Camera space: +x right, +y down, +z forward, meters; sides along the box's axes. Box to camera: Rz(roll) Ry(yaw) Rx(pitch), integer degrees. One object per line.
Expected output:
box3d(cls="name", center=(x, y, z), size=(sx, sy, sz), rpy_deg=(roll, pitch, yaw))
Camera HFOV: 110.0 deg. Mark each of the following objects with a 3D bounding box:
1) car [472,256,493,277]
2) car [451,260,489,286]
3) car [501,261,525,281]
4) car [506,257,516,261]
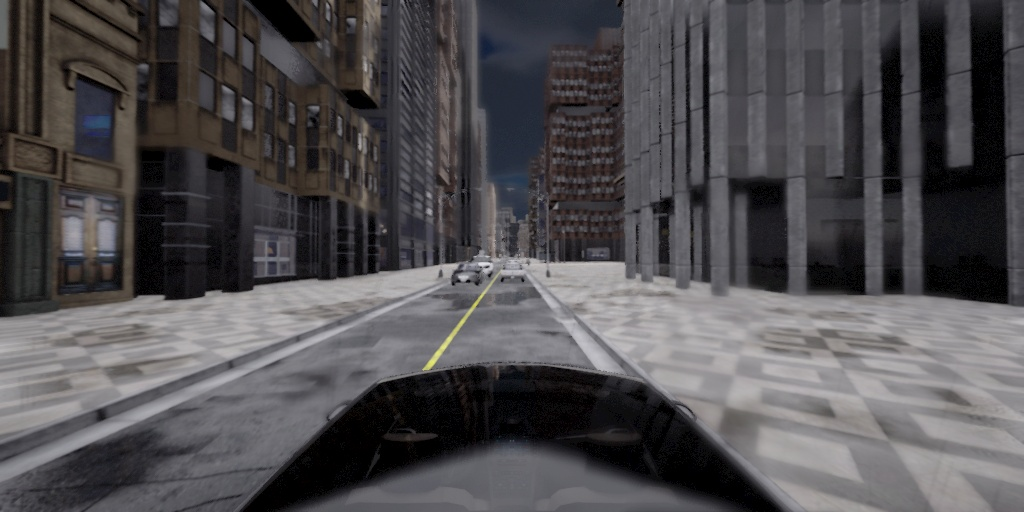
box3d(cls="car", center=(-3.019, 0.986, 35.359), size=(2.150, 2.045, 5.566), rpy_deg=(0, 0, 0))
box3d(cls="car", center=(-3.028, 1.251, 24.956), size=(2.128, 1.511, 4.902), rpy_deg=(0, 0, 0))
box3d(cls="car", center=(0.061, 1.360, 29.649), size=(1.895, 1.301, 4.718), rpy_deg=(0, 0, 0))
box3d(cls="car", center=(0.068, 1.294, 50.096), size=(1.812, 1.442, 4.674), rpy_deg=(0, 0, 0))
